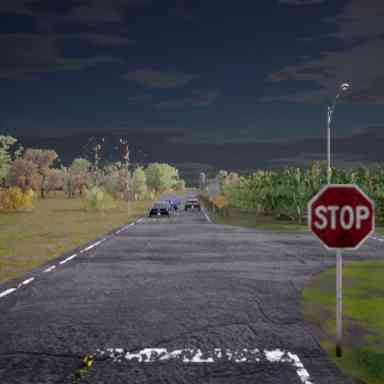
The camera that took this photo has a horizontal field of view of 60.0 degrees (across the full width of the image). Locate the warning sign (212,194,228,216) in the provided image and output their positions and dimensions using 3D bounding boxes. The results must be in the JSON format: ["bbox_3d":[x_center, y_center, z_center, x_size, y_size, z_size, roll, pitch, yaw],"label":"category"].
[{"bbox_3d":[2.431,1.103,28.701,1.300,1.860,1.060,0,0,0],"label":"warning sign"}]

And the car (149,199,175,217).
[{"bbox_3d":[-2.865,1.586,30.885,1.895,1.301,4.718,0,0,0],"label":"car"}]

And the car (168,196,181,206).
[{"bbox_3d":[-2.862,1.477,55.343,1.812,1.442,4.674,0,0,0],"label":"car"}]

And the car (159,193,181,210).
[{"bbox_3d":[-2.873,1.196,41.817,2.150,2.045,5.566,0,0,0],"label":"car"}]

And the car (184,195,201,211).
[{"bbox_3d":[0.075,1.480,41.167,1.837,1.490,4.892,0,0,0],"label":"car"}]

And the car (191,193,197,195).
[{"bbox_3d":[0.003,1.434,65.060,1.837,1.490,4.892,0,0,1],"label":"car"}]
